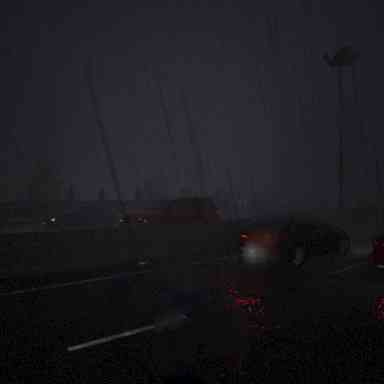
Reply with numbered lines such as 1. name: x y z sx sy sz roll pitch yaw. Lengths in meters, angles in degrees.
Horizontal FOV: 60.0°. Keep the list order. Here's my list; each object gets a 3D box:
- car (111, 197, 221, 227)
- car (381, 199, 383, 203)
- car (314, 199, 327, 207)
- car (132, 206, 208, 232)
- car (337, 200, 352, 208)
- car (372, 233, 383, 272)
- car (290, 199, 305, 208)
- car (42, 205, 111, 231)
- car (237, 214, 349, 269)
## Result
1. car: -0.950 1.268 16.914 5.566 2.045 2.150 0 0 -42
2. car: 43.821 1.756 73.858 1.994 1.385 4.181 0 0 6
3. car: 21.657 1.906 56.123 1.895 1.301 4.718 0 0 21
4. car: -1.311 1.666 21.297 4.718 1.301 1.895 0 0 -43
5. car: 23.549 1.868 51.449 1.895 1.301 4.718 0 0 22
6. car: 7.081 1.513 9.821 5.008 1.535 1.882 0 0 -42
7. car: 17.788 1.836 55.856 1.812 1.442 4.674 0 0 22
8. car: -6.941 1.574 21.018 4.674 1.442 1.812 0 0 -41
9. car: 3.618 1.540 11.424 4.892 1.490 1.837 0 0 -41
